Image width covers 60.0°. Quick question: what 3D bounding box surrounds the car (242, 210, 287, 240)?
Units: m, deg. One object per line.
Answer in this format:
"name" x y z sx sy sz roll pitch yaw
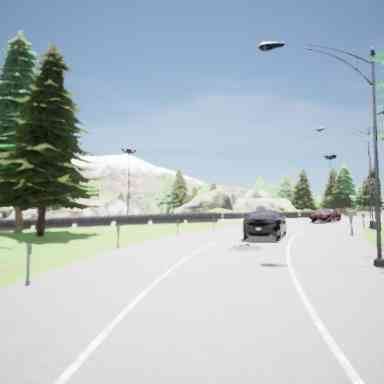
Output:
"car" 4.155 1.739 18.635 1.882 1.535 5.008 -1 -2 21

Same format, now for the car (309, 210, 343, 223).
"car" 13.890 2.487 34.279 1.895 1.301 4.718 -3 -4 41
